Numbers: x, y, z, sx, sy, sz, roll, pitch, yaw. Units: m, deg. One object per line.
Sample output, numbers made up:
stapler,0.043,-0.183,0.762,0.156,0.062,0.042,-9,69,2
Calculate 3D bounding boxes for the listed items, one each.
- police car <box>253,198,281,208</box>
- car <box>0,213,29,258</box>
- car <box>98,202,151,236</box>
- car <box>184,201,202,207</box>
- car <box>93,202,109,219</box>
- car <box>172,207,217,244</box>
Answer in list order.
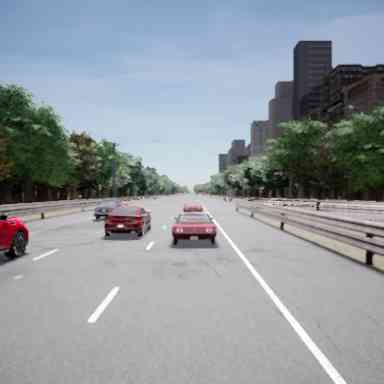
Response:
police car,10.176,1.566,46.355,2.038,1.542,4.974,0,0,-23
car,-6.902,1.221,9.530,2.150,2.045,5.566,0,0,0
car,-3.405,1.476,18.319,1.882,1.535,5.008,0,0,0
car,0.092,1.597,33.441,1.895,1.301,4.718,0,0,0
car,-6.907,1.544,28.585,2.033,1.411,5.357,0,0,0
car,0.095,1.599,15.876,1.895,1.301,4.718,0,0,0
